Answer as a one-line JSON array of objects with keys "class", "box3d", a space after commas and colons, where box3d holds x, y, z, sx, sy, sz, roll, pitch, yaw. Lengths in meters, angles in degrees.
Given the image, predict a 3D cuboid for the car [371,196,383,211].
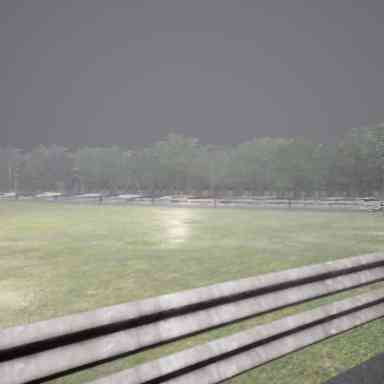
[{"class": "car", "box3d": [25.655, 1.439, 42.846, 4.553, 1.767, 2.097, 0, 0, 25]}]
